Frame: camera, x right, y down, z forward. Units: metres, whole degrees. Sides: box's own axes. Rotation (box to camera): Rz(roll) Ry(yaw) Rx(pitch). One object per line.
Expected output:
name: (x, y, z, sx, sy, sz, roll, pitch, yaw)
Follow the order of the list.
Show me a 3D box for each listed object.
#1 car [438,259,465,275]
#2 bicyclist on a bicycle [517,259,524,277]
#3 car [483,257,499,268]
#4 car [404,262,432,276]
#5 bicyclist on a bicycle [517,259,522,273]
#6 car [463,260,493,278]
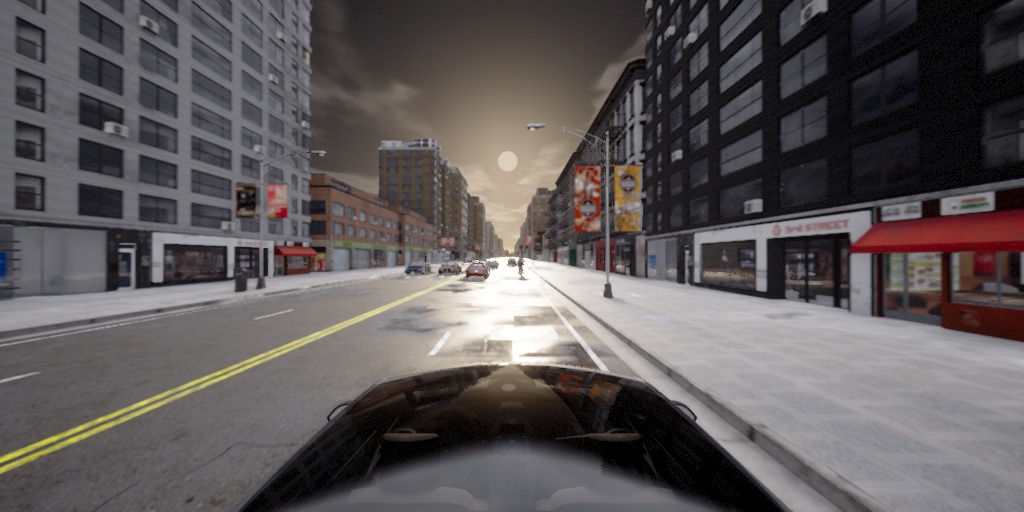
car: (-6.592, 1.313, 38.364, 1.994, 1.385, 4.181, 0, 0, 0)
bicyclist on a bicycle: (0.888, 1.121, 34.500, 0.659, 1.776, 1.843, 0, 0, 0)
car: (-3.161, 1.306, 58.197, 1.994, 1.385, 4.181, 0, 0, 0)
car: (-9.846, 1.297, 38.199, 2.033, 1.411, 5.357, 0, 0, 0)
bicyclist on a bicycle: (0.887, 1.202, 43.313, 0.582, 1.620, 1.656, 0, 0, 0)
car: (-3.158, 1.314, 33.793, 1.994, 1.385, 4.181, 0, 0, 0)
